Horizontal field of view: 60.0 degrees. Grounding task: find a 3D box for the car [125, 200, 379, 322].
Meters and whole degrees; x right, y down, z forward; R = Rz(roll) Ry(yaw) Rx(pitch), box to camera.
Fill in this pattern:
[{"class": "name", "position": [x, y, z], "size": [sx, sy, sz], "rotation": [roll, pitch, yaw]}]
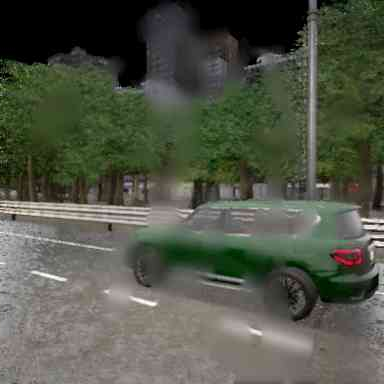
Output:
[{"class": "car", "position": [1.000, 1.197, 7.453], "size": [5.566, 2.045, 2.150], "rotation": [1, 0, 35]}]
